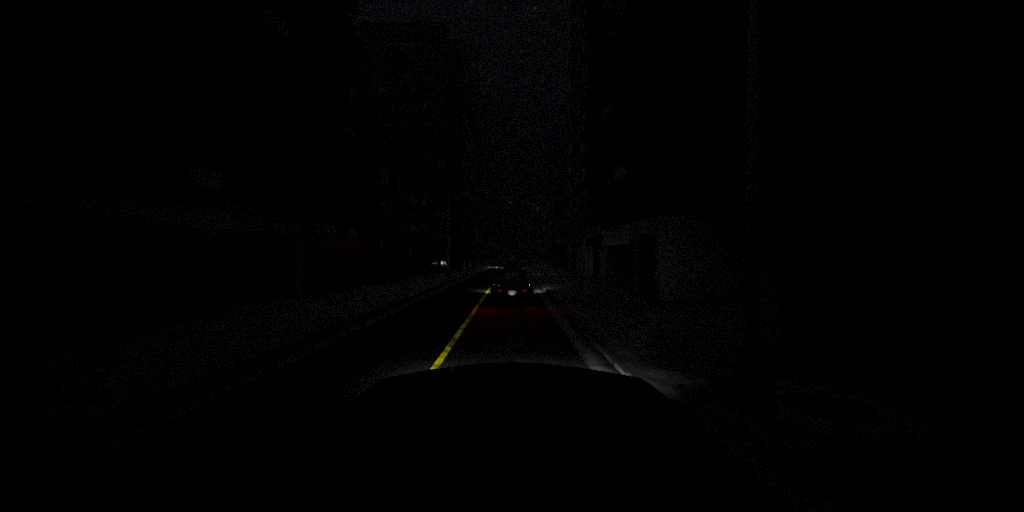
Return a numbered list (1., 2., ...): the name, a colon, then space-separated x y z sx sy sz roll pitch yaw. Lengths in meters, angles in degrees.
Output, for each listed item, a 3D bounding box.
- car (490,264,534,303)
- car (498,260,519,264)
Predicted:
1. car: 0.000 1.285 16.501 1.812 1.442 4.674 0 0 0
2. car: 0.047 1.330 31.484 2.033 1.411 5.357 0 0 1
